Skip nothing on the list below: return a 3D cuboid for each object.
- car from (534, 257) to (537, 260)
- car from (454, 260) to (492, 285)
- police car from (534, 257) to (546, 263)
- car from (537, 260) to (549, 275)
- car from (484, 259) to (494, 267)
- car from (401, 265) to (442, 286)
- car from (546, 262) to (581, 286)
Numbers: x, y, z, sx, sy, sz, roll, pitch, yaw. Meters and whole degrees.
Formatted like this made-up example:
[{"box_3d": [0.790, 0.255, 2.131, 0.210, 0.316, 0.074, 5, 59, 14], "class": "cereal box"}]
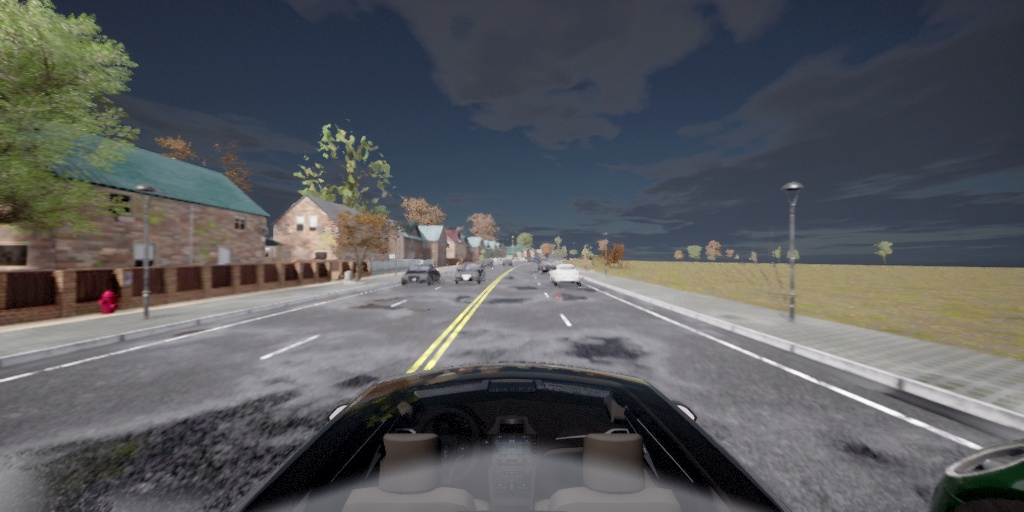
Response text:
[{"box_3d": [5.235, 1.284, 61.401, 2.128, 1.511, 4.902, 0, 0, 4], "class": "car"}, {"box_3d": [-2.985, 1.254, 26.418, 2.128, 1.511, 4.902, 0, 0, 2], "class": "car"}, {"box_3d": [4.576, 1.290, 50.477, 2.038, 1.542, 4.974, 0, 0, 3], "class": "police car"}, {"box_3d": [4.051, 1.379, 39.575, 1.895, 1.301, 4.718, 0, 0, 2], "class": "car"}, {"box_3d": [-4.316, 1.284, 64.745, 1.837, 1.490, 4.892, 0, 0, 4], "class": "car"}, {"box_3d": [-6.266, 1.322, 25.100, 1.994, 1.385, 4.181, 0, 0, 2], "class": "car"}, {"box_3d": [3.675, 1.295, 25.233, 1.812, 1.442, 4.674, 0, 0, 1], "class": "car"}]
